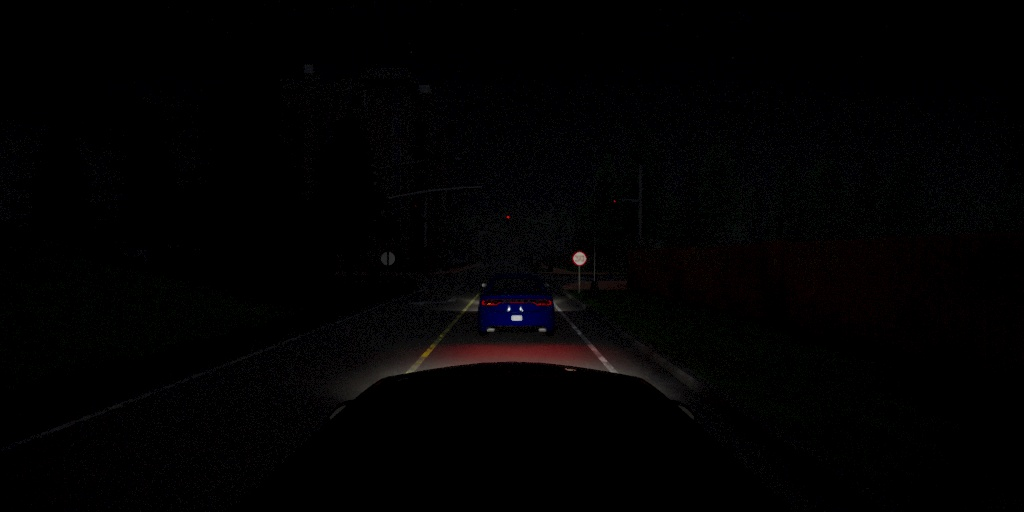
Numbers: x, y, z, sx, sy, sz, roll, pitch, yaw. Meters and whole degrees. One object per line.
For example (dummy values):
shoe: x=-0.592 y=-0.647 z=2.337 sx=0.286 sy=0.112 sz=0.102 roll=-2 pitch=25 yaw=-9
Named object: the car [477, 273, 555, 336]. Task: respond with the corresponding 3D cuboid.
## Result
car: x=0.100 y=1.227 z=10.438 sx=1.882 sy=1.535 sz=5.008 roll=0 pitch=0 yaw=0
